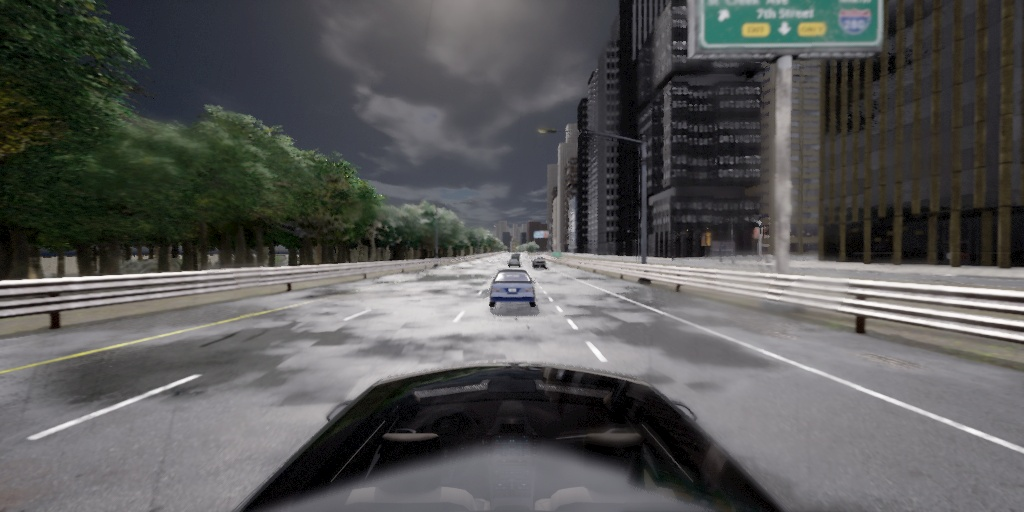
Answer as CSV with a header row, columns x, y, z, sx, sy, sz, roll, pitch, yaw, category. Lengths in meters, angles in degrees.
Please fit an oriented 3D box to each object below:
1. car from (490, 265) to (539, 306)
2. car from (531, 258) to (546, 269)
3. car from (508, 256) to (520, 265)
x,y,z,sx,sy,sz,roll,pitch,yaw,category
0.023,1.289,15.605,2.033,1.411,5.357,0,0,0,car
3.888,1.075,52.108,1.837,1.490,4.892,0,1,1,car
0.382,1.075,60.146,1.994,1.385,4.181,0,0,1,car
